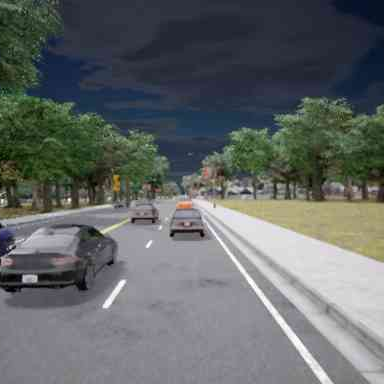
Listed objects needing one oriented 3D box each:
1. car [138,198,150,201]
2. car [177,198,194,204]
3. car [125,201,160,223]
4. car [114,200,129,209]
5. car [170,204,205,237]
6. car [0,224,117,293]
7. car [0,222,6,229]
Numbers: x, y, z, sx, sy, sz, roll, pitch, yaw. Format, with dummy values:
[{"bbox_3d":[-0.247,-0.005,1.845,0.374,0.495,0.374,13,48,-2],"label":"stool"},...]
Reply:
[{"bbox_3d":[-7.640,1.741,52.385,2.097,1.767,4.553,-1,0,-1],"label":"car"},{"bbox_3d":[-0.811,1.543,42.144,2.097,1.767,4.553,-1,0,-1],"label":"car"},{"bbox_3d":[-3.708,1.691,26.802,2.033,1.411,5.357,-1,0,-1],"label":"car"},{"bbox_3d":[-10.886,1.966,52.280,1.994,1.385,4.181,-1,0,-1],"label":"car"},{"bbox_3d":[-0.282,1.623,18.660,2.033,1.411,5.357,-1,0,-1],"label":"car"},{"bbox_3d":[-3.306,1.592,8.982,1.812,1.442,4.674,-1,0,-1],"label":"car"},{"bbox_3d":[-6.756,1.451,8.917,2.097,1.767,4.553,-1,0,-1],"label":"car"}]
